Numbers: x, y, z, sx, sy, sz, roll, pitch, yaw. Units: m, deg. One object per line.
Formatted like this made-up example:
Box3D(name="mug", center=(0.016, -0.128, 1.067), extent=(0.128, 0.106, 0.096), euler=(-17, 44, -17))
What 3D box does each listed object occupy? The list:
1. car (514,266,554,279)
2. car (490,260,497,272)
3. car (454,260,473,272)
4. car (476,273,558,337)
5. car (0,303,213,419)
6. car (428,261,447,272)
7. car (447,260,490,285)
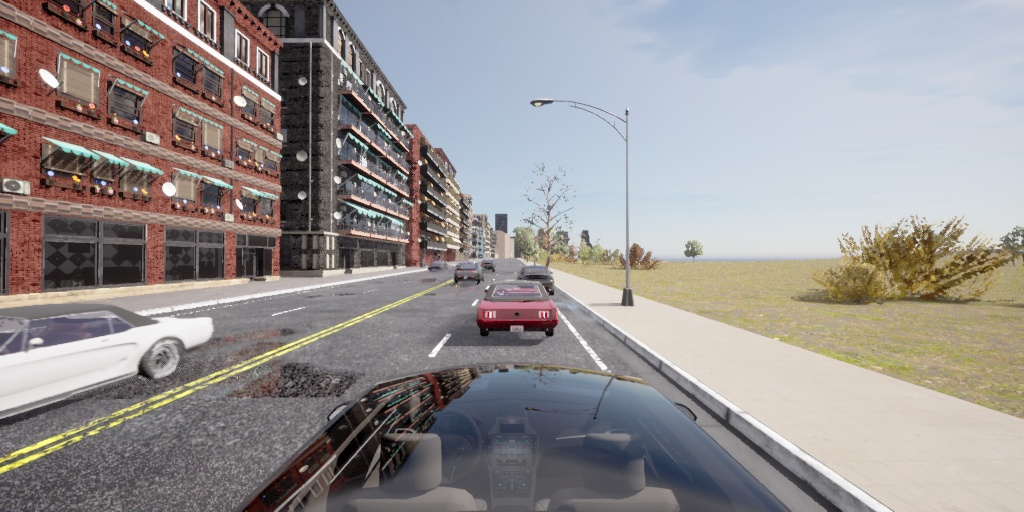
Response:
Box3D(name="car", center=(1.204, 1.257, 19.505), extent=(1.837, 1.490, 4.892), euler=(0, 0, 0))
Box3D(name="car", center=(-2.982, 1.252, 45.139), extent=(1.837, 1.490, 4.892), euler=(0, -1, 0))
Box3D(name="car", center=(-6.422, 1.315, 47.902), extent=(1.994, 1.385, 4.181), euler=(0, 0, 0))
Box3D(name="car", center=(0.131, 1.352, 10.305), extent=(1.895, 1.301, 4.718), euler=(0, 0, 0))
Box3D(name="car", center=(-6.592, 1.351, 4.509), extent=(1.895, 1.301, 4.718), euler=(0, 0, 0))
Box3D(name="car", center=(-9.676, 1.299, 47.347), extent=(2.033, 1.411, 5.357), euler=(0, 0, 0))
Box3D(name="car", center=(-3.057, 1.243, 26.281), extent=(2.128, 1.511, 4.902), euler=(0, 0, 0))
